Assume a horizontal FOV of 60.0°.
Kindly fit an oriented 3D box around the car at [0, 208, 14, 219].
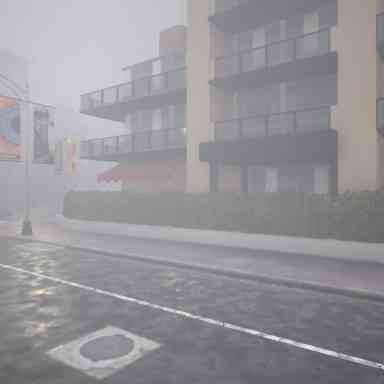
[{"bbox_3d":[-17.331,1.547,26.587,2.033,1.411,5.357,0,0,35],"label":"car"}]
